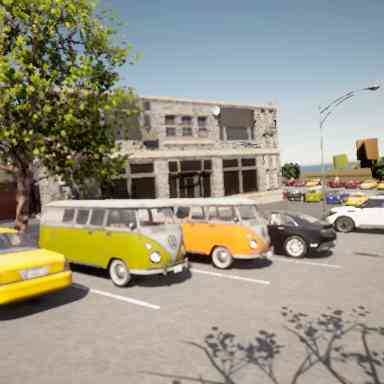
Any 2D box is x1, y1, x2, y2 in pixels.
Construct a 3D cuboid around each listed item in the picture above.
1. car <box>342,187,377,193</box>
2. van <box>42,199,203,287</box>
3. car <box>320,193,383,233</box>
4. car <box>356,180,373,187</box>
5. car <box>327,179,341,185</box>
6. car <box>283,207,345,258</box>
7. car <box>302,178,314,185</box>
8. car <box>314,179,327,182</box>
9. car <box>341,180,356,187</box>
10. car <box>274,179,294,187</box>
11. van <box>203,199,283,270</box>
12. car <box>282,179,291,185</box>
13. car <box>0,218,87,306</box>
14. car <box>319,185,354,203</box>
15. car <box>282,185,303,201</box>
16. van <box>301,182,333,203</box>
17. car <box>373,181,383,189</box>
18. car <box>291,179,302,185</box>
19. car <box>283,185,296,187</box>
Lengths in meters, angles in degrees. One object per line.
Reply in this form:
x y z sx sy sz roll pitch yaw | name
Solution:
19.791 0.725 39.245 1.946 1.575 5.366 0 6 40 | car
-2.154 1.214 8.863 4.442 1.987 1.878 -1 -1 35 | van
10.129 1.192 17.577 5.566 2.045 2.435 -1 -1 35 | car
30.346 -1.298 57.014 1.946 1.575 5.366 1 6 42 | car
27.652 -1.518 62.364 2.002 1.452 4.674 1 5 42 | car
2.718 1.443 12.376 4.892 1.521 2.231 -1 -1 35 | car
25.029 -1.831 67.740 1.946 1.575 5.366 1 5 43 | car
26.243 -1.807 64.948 2.185 1.767 4.553 1 5 43 | car
29.051 -1.394 59.757 2.002 1.452 4.674 1 5 42 | car
20.884 -2.172 75.500 2.163 1.488 4.792 2 6 44 | car
0.330 1.214 10.595 4.442 1.987 1.878 -1 -1 35 | van
22.213 -2.071 72.873 2.097 1.535 5.008 1 6 44 | car
-4.885 1.440 7.304 5.366 1.575 1.946 -1 -1 35 | car
18.149 0.509 41.694 2.185 1.767 4.553 0 6 40 | car
15.237 0.392 46.998 2.231 1.521 4.892 0 6 41 | car
16.761 0.274 44.429 1.878 1.987 4.442 0 6 41 | van
32.013 -1.209 54.703 1.946 1.575 5.366 1 5 41 | car
23.573 -2.068 70.246 2.185 1.767 4.553 2 6 43 | car
13.807 0.306 49.655 2.002 1.452 4.674 1 7 41 | car
